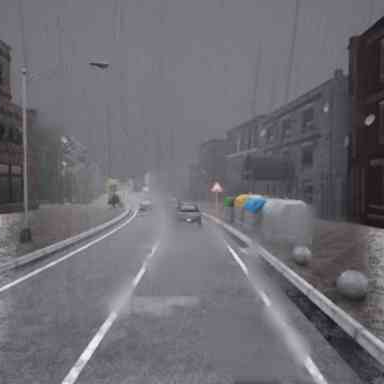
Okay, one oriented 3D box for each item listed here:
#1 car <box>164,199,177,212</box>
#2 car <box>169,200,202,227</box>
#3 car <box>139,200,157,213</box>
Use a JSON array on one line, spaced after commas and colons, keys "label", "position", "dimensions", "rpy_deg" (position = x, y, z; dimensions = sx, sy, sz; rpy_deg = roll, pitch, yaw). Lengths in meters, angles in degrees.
[{"label": "car", "position": [-2.356, 1.673, 41.443], "dimensions": [2.128, 1.511, 4.902], "rpy_deg": [0, -1, -9]}, {"label": "car", "position": [-0.360, 1.579, 23.663], "dimensions": [2.128, 1.511, 4.902], "rpy_deg": [0, 0, -4]}, {"label": "car", "position": [-5.189, 1.693, 38.841], "dimensions": [1.812, 1.442, 4.674], "rpy_deg": [0, -1, -8]}]
